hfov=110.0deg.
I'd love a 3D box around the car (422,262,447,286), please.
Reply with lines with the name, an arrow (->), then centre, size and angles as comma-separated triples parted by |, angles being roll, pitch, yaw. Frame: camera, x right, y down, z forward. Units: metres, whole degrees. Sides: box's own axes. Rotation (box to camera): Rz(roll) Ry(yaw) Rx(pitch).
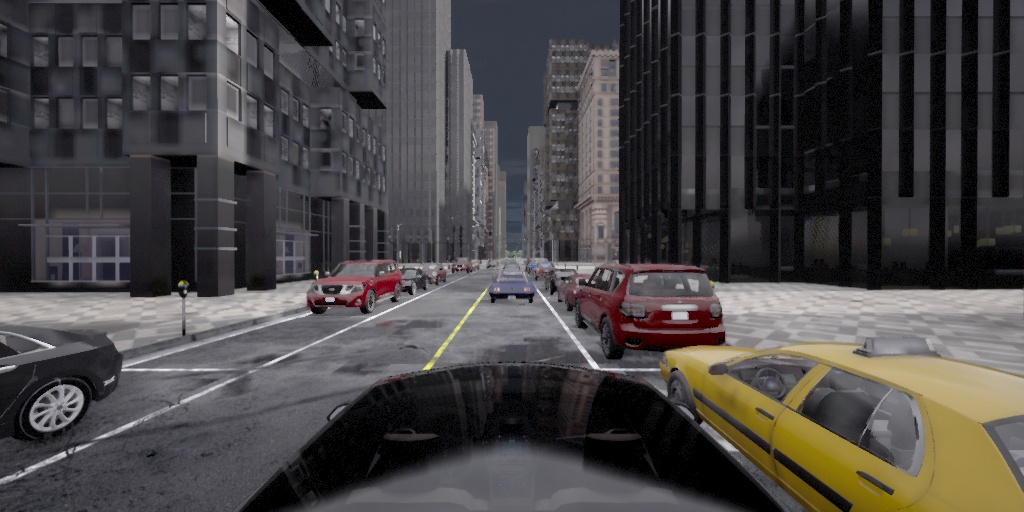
car -> -5.763, 1.188, 25.076 | 1.967, 1.591, 4.097 | 0, 0, 0

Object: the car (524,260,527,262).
car -> 2.763, 1.188, 41.883 | 1.967, 1.591, 4.097 | 0, 0, 0

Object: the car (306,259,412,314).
car -> -5.763, 1.063, 13.872 | 2.192, 1.841, 5.009 | 0, 0, 0

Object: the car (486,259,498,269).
car -> -3.000, 1.310, 56.501 | 1.837, 1.490, 4.892 | 0, 0, 0

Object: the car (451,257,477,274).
car -> -5.763, 1.063, 41.883 | 2.192, 1.841, 5.009 | 0, 0, 0

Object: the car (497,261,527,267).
car -> 0.000, 1.321, 31.501 | 1.994, 1.385, 4.181 | 0, 0, 0

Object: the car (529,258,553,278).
car -> 2.763, 1.188, 30.680 | 1.967, 1.591, 4.097 | 0, 0, 0

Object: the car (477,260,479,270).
car -> -5.763, 1.274, 47.315 | 1.751, 1.417, 4.829 | 0, 0, 0

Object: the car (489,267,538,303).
car -> 0.000, 1.366, 16.530 | 1.895, 1.301, 4.718 | 0, 0, 0

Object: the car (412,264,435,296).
car -> -5.763, 1.314, 19.474 | 1.948, 1.339, 4.313 | 0, 0, 0

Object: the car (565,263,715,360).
car -> 2.762, 1.063, 8.274 | 2.192, 1.841, 5.009 | 0, 0, 0

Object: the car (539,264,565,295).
car -> 2.762, 1.314, 19.477 | 1.948, 1.339, 4.313 | 0, 0, 0

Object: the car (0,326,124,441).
car -> -5.763, 1.300, 2.667 | 2.007, 1.370, 4.403 | 0, 0, 0

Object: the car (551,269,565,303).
car -> 2.762, 1.330, 13.875 | 1.802, 1.307, 4.207 | 0, 0, 0

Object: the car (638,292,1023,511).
car -> 2.762, 1.275, 2.841 | 1.751, 1.417, 4.829 | 0, 0, 0

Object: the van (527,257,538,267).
van -> 2.763, 1.089, 36.282 | 1.690, 1.789, 3.998 | 0, 0, 0
